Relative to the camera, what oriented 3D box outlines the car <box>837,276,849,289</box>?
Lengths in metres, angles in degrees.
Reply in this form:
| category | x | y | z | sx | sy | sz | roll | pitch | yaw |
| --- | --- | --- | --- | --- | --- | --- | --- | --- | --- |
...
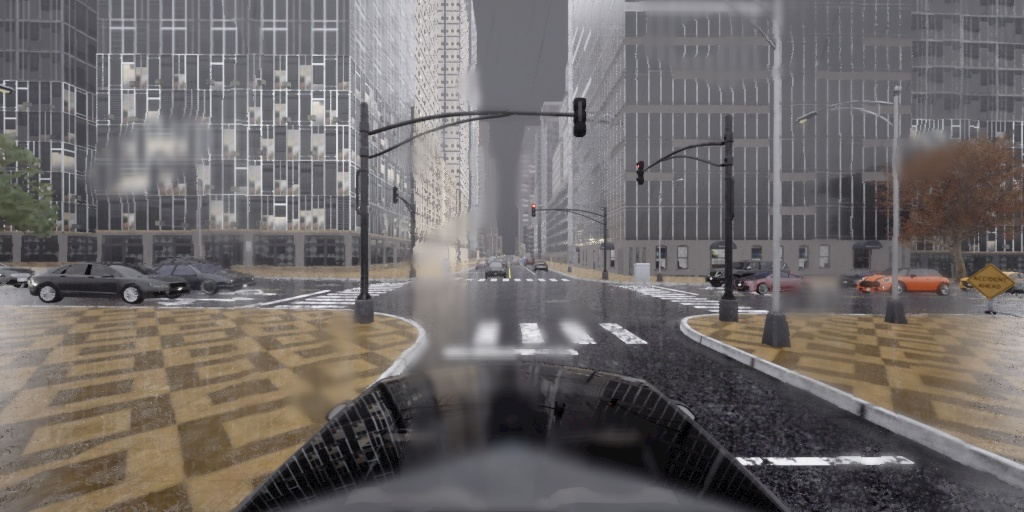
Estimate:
| category | x | y | z | sx | sy | sz | roll | pitch | yaw |
| --- | --- | --- | --- | --- | --- | --- | --- | --- | --- |
| car | 26.289 | 1.813 | 26.095 | 4.181 | 1.385 | 1.994 | 1 | 0 | -3 |

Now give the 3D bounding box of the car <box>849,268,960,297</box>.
| category | x | y | z | sx | sy | sz | roll | pitch | yaw |
| --- | --- | --- | --- | --- | --- | --- | --- | --- | --- |
| car | 24.781 | 1.574 | 22.757 | 4.553 | 1.767 | 2.097 | 1 | 0 | -3 |

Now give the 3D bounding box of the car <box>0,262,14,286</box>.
| category | x | y | z | sx | sy | sz | roll | pitch | yaw |
| --- | --- | --- | --- | --- | --- | --- | --- | --- | --- |
| car | -25.374 | 0.802 | 16.683 | 4.902 | 1.511 | 2.128 | 1 | 0 | -3 |

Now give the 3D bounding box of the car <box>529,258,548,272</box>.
| category | x | y | z | sx | sy | sz | roll | pitch | yaw |
| --- | --- | --- | --- | --- | --- | --- | --- | --- | --- |
| car | 3.663 | 1.329 | 46.623 | 1.948 | 1.339 | 4.313 | 0 | 0 | -1 |

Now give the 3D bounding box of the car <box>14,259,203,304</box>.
| category | x | y | z | sx | sy | sz | roll | pitch | yaw |
| --- | --- | --- | --- | --- | --- | --- | --- | --- | --- |
| car | -15.427 | 0.998 | 13.945 | 4.892 | 1.490 | 1.837 | 1 | 0 | -3 |

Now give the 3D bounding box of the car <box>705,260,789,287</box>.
| category | x | y | z | sx | sy | sz | roll | pitch | yaw |
| --- | --- | --- | --- | --- | --- | --- | --- | --- | --- |
| car | 16.900 | 1.303 | 25.601 | 5.566 | 2.045 | 2.150 | 1 | 0 | -3 |

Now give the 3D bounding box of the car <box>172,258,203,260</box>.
| category | x | y | z | sx | sy | sz | roll | pitch | yaw |
| --- | --- | --- | --- | --- | --- | --- | --- | --- | --- |
| car | -21.897 | 0.880 | 23.553 | 4.892 | 1.490 | 1.837 | 2 | 0 | -3 |

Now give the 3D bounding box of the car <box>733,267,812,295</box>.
| category | x | y | z | sx | sy | sz | roll | pitch | yaw |
| --- | --- | --- | --- | --- | --- | --- | --- | --- | --- |
| car | 16.087 | 1.631 | 22.305 | 4.181 | 1.385 | 1.994 | 1 | 0 | -3 |

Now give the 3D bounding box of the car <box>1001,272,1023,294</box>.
| category | x | y | z | sx | sy | sz | roll | pitch | yaw |
| --- | --- | --- | --- | --- | --- | --- | --- | --- | --- |
| car | 33.779 | 1.948 | 23.221 | 4.181 | 1.385 | 1.994 | 1 | 0 | -2 |

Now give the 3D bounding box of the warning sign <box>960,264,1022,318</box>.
| category | x | y | z | sx | sy | sz | roll | pitch | yaw |
| --- | --- | --- | --- | --- | --- | --- | --- | --- | --- |
| warning sign | 17.213 | 1.204 | 12.901 | 1.060 | 1.860 | 1.300 | 0 | 0 | -3 |

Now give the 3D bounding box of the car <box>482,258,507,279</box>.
| category | x | y | z | sx | sy | sz | roll | pitch | yaw |
| --- | --- | --- | --- | --- | --- | --- | --- | --- | --- |
| car | -1.494 | 1.247 | 32.580 | 1.882 | 1.535 | 5.008 | 0 | 0 | -3 |

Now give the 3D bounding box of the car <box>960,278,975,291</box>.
| category | x | y | z | sx | sy | sz | roll | pitch | yaw |
| --- | --- | --- | --- | --- | --- | --- | --- | --- | --- |
| car | 36.318 | 1.906 | 26.608 | 5.008 | 1.535 | 1.882 | 1 | 0 | -3 |

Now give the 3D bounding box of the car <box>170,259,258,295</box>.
| category | x | y | z | sx | sy | sz | roll | pitch | yaw |
| --- | --- | --- | --- | --- | --- | --- | --- | --- | --- |
| car | -15.440 | 1.040 | 17.233 | 5.357 | 1.411 | 2.033 | 1 | 0 | 0 |

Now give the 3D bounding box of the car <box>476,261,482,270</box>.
| category | x | y | z | sx | sy | sz | roll | pitch | yaw |
| --- | --- | --- | --- | --- | --- | --- | --- | --- | --- |
| car | -4.322 | 1.342 | 52.068 | 1.802 | 1.307 | 4.207 | 0 | 0 | -1 |
